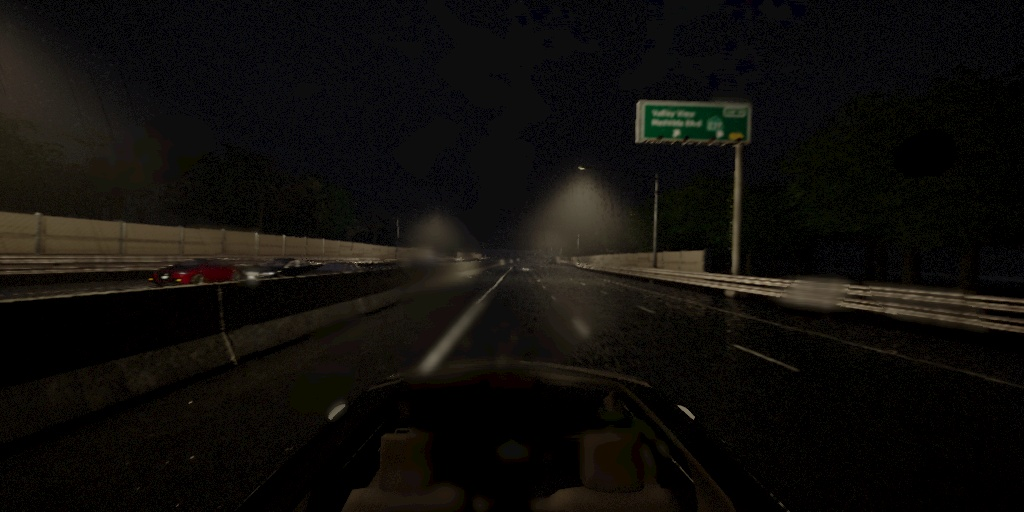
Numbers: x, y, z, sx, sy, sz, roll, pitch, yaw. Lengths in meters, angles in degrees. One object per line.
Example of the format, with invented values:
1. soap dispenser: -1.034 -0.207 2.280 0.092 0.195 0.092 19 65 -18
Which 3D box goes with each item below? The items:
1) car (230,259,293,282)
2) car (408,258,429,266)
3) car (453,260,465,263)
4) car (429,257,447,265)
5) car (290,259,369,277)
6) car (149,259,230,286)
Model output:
1. car: -13.558 0.915 21.262 2.128 1.511 4.902 2 0 1
2. car: -16.092 1.101 60.690 1.994 1.385 4.181 2 0 2
3. car: -9.057 1.370 61.833 1.895 1.301 4.718 2 0 2
4. car: -12.551 1.258 61.919 1.895 1.301 4.718 2 0 2
5. car: -10.072 1.080 20.858 2.033 1.411 5.357 2 0 1
6. car: -17.091 0.867 19.685 1.994 1.385 4.181 2 0 1
